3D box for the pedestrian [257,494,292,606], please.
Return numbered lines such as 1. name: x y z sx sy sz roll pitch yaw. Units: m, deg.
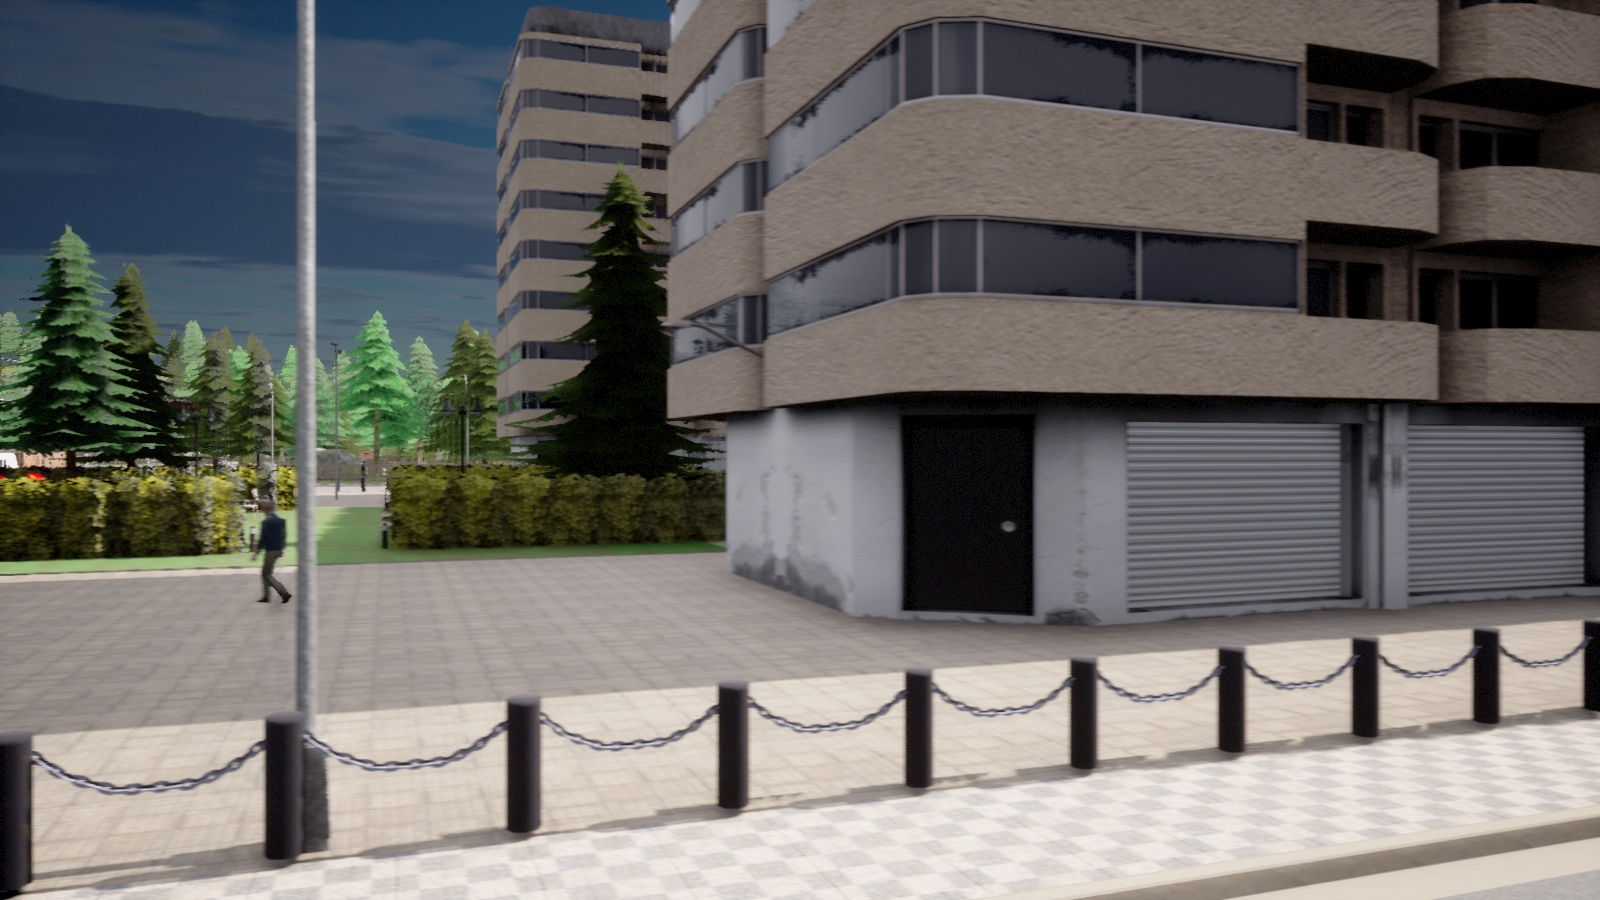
1. pedestrian: -8.879 1.680 19.308 0.375 1.860 0.375 0 0 15
